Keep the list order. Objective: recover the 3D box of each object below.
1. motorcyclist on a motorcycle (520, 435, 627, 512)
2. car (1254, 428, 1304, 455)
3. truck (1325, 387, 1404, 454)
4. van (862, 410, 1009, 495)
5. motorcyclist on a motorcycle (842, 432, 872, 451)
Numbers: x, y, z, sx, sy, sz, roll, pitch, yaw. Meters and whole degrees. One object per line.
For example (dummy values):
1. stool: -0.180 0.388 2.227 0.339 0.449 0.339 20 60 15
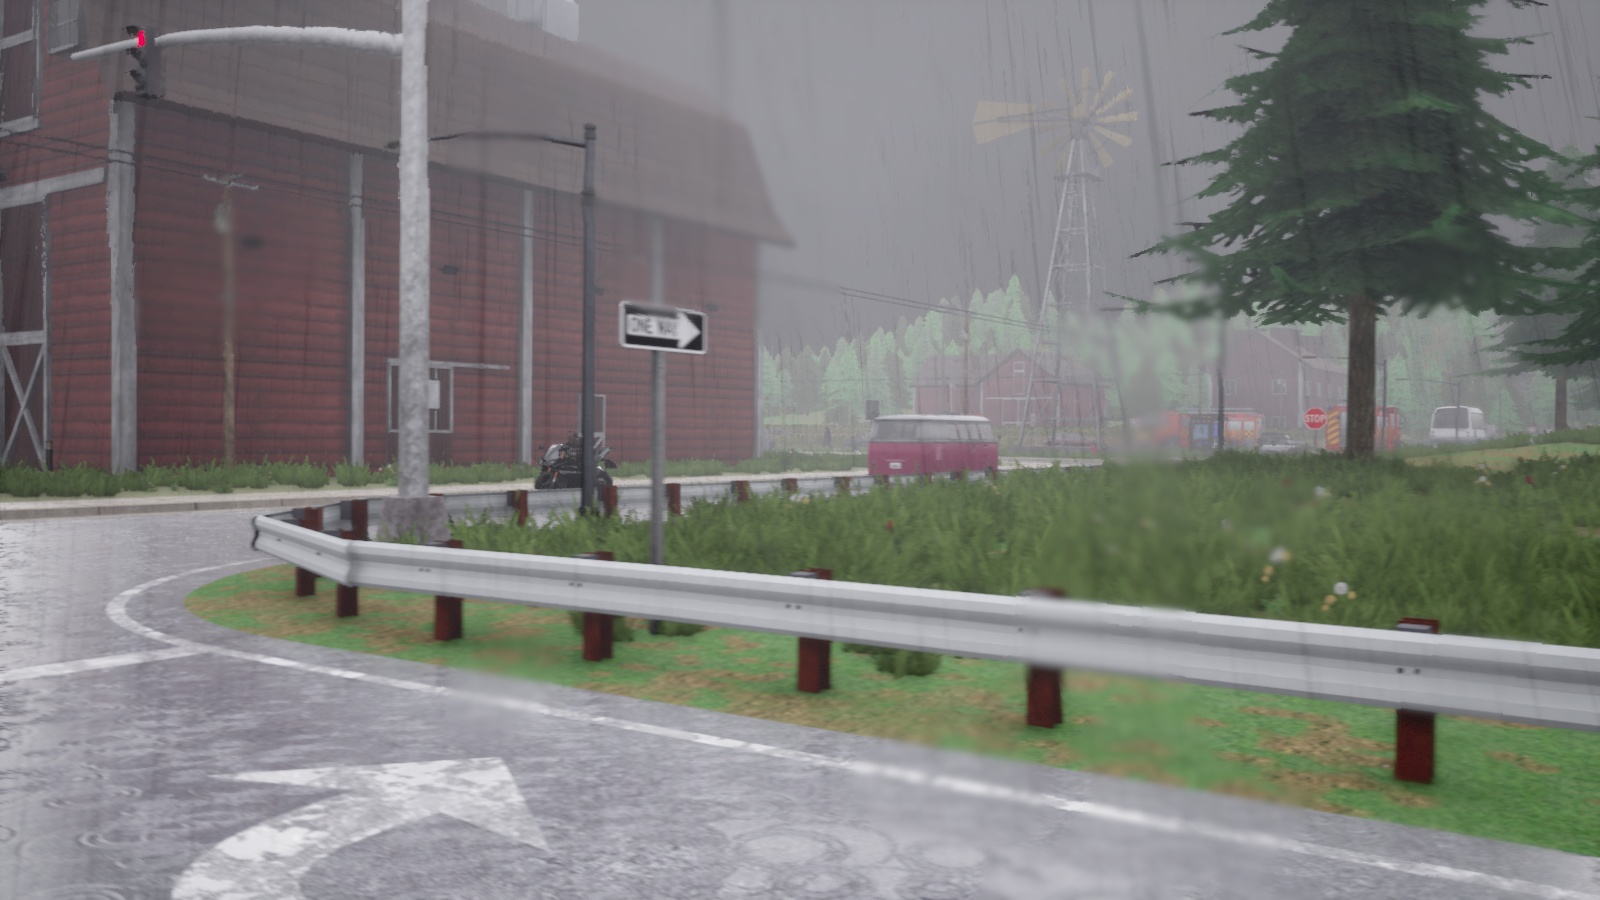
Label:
1. motorcyclist on a motorcycle: -4.667 0.454 26.022 0.866 1.530 2.191 0 1 35
2. car: 27.962 -0.506 73.258 1.816 1.474 4.193 0 1 35
3. truck: 34.481 -1.783 76.534 2.891 3.827 8.468 0 1 35
4. van: 3.505 0.026 31.693 1.775 1.987 4.442 0 1 35
5. motorcyclist on a motorcycle: 4.504 -0.668 98.795 2.191 1.530 0.866 0 1 34
